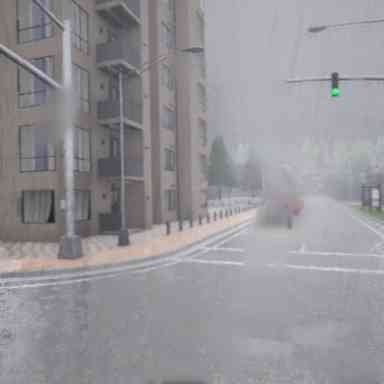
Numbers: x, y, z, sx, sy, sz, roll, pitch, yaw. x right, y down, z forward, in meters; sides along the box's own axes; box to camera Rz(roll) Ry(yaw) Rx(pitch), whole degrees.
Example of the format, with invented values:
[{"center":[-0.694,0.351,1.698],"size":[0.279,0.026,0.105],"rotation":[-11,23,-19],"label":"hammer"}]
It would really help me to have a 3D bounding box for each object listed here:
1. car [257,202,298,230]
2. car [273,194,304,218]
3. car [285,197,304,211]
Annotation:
[{"center":[5.360,1.557,21.111],"size":[1.994,1.385,4.181],"rotation":[-1,0,20],"label":"car"},{"center":[8.612,1.185,29.884],"size":[2.150,2.045,5.566],"rotation":[-1,0,21],"label":"car"},{"center":[12.489,1.413,40.210],"size":[1.882,1.535,5.008],"rotation":[-1,0,21],"label":"car"}]
